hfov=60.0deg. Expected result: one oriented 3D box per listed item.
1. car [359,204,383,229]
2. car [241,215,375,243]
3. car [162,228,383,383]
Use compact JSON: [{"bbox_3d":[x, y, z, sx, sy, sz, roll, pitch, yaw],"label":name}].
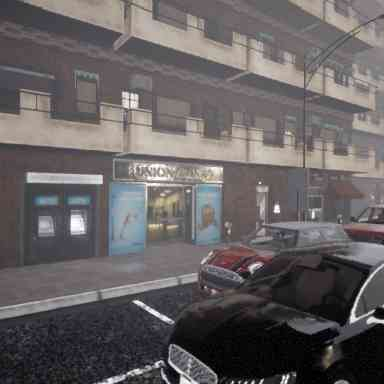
[{"bbox_3d":[6.587,1.321,10.814,5.009,1.841,2.192,0,0,-36],"label":"car"},{"bbox_3d":[2.086,1.443,7.592,4.097,1.590,1.967,0,0,-36],"label":"car"},{"bbox_3d":[1.919,1.506,4.456,4.892,1.490,1.837,0,0,-36],"label":"car"}]
